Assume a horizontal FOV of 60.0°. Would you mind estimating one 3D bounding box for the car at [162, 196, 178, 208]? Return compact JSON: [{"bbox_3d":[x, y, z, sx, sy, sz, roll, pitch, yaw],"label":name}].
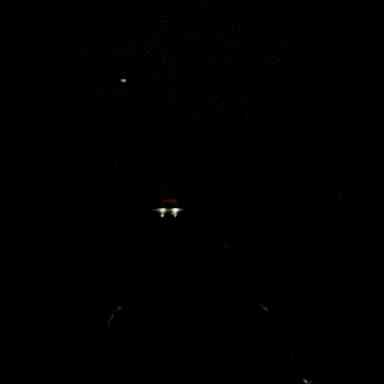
[{"bbox_3d":[-2.781,1.218,42.643,1.882,1.535,5.008,0,0,0],"label":"car"}]
